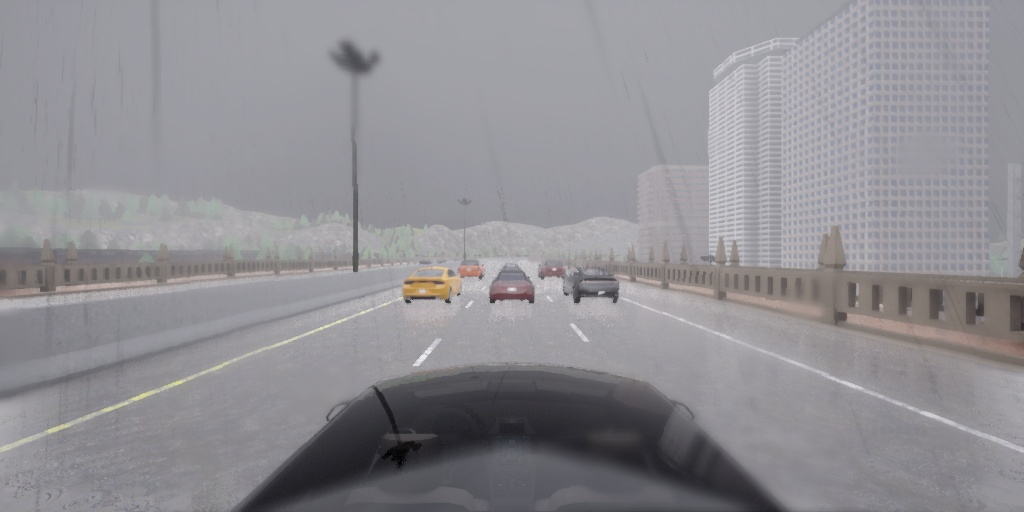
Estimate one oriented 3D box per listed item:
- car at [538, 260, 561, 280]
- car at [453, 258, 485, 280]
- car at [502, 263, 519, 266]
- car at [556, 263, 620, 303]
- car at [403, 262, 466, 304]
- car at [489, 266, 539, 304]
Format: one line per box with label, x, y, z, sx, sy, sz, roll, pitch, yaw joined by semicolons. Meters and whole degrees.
car;3.443;1.116;31.653;2.097;1.767;4.553;0;0;-1
car;-3.556;1.116;31.548;2.097;1.767;4.553;0;0;-1
car;-0.057;1.322;31.630;1.994;1.385;4.181;0;0;-1
car;3.500;1.245;16.500;2.128;1.511;4.902;0;0;0
car;-3.500;1.235;16.500;1.882;1.535;5.008;0;0;0
car;0.000;1.322;16.500;1.994;1.385;4.181;0;0;0
